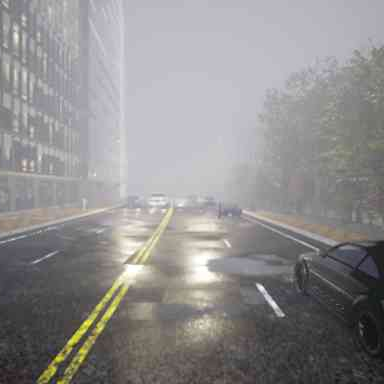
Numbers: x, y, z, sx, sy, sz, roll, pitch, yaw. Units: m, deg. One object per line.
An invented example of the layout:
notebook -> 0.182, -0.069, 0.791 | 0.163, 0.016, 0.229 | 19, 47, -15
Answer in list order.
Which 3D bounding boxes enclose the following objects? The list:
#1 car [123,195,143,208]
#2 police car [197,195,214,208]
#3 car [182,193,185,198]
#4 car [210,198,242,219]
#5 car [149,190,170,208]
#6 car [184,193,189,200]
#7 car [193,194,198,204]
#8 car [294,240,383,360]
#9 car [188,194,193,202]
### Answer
car -> -7.620, 1.163, 43.142 | 2.097, 1.767, 4.553 | 0, 0, -2
police car -> 2.196, 1.306, 44.019 | 2.038, 1.542, 4.974 | 0, 0, -3
car -> -0.918, 1.120, 88.132 | 2.033, 1.411, 5.357 | 0, 0, -5
car -> 2.903, 1.476, 28.001 | 1.895, 1.301, 4.718 | 0, 0, -2
car -> -4.388, 1.031, 43.679 | 2.150, 2.045, 5.566 | 0, 0, -2
car -> 0.051, 1.136, 77.148 | 2.163, 1.488, 4.792 | 0, 0, -5
car -> 1.609, 1.273, 55.060 | 1.812, 1.442, 4.674 | 0, 0, -3
car -> 3.310, 1.537, 5.904 | 1.994, 1.385, 4.181 | 0, 0, 0
car -> 0.895, 1.239, 66.094 | 2.033, 1.411, 5.357 | 0, 0, -4
